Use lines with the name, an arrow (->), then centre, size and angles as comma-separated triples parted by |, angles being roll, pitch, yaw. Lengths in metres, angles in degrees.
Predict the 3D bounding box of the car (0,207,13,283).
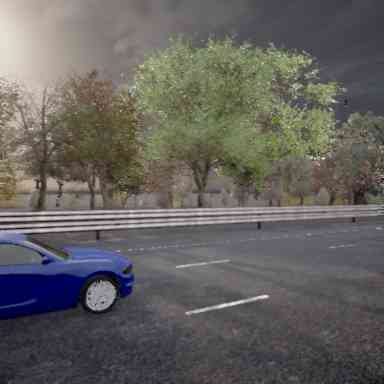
car -> -6.977, 1.319, 7.985 | 4.553, 1.767, 2.097 | 1, 0, -32

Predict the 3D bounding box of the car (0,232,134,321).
car -> -3.520, 1.469, 6.018 | 5.008, 1.535, 1.882 | 1, 0, -32
